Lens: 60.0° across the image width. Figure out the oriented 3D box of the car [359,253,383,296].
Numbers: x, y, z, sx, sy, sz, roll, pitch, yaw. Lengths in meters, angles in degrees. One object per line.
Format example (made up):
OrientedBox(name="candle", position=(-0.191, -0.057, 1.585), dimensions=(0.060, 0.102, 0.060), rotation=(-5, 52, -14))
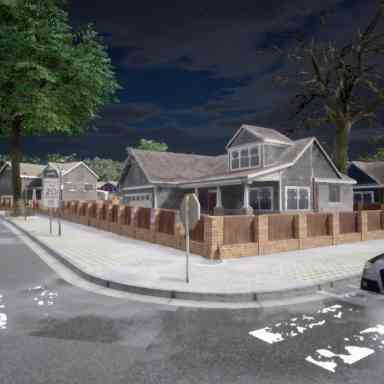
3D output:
OrientedBox(name="car", position=(5.728, 1.630, 7.610), dimensions=(4.181, 1.385, 1.994), rotation=(0, -2, -34))
